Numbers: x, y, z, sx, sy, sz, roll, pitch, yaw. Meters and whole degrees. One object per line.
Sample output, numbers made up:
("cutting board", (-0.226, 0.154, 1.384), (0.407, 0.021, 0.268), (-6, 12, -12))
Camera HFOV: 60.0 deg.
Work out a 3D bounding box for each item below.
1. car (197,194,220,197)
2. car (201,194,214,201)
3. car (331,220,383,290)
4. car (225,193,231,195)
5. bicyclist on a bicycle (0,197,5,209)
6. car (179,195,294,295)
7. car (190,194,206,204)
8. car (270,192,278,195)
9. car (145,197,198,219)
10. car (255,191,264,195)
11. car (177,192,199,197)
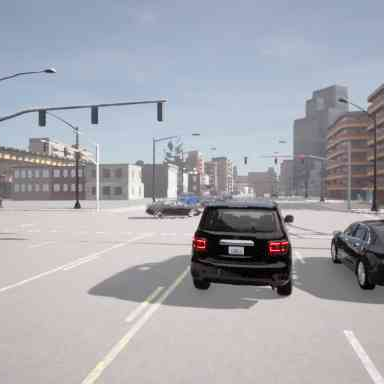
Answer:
("car", (2.278, 1.381, 46.035), (1.837, 1.490, 4.892), (0, 1, 11))
("car", (3.223, 1.075, 68.183), (2.033, 1.411, 5.357), (0, 1, 12))
("car", (5.083, 1.505, 8.898), (1.837, 1.490, 4.892), (0, 0, 11))
("car", (5.965, 1.091, 64.226), (1.837, 1.490, 4.892), (0, 1, 12))
("bicyclist on a bicycle", (-23.885, 1.303, 41.395), (0.582, 1.620, 1.656), (0, 0, 10))
("car", (1.522, 1.221, 9.015), (2.150, 2.045, 5.566), (0, 0, 14))
("car", (1.096, 1.217, 57.916), (1.837, 1.490, 4.892), (0, 1, 11))
("car", (20.766, 0.743, 84.461), (2.033, 1.411, 5.357), (0, 1, 11))
("car", (-1.547, 1.460, 28.250), (4.902, 1.511, 2.128), (0, 0, -10))
("car", (17.331, 0.559, 85.135), (2.097, 1.767, 4.553), (0, 1, 11))
("car", (-0.806, 1.079, 48.438), (2.150, 2.045, 5.566), (0, 1, 12))
